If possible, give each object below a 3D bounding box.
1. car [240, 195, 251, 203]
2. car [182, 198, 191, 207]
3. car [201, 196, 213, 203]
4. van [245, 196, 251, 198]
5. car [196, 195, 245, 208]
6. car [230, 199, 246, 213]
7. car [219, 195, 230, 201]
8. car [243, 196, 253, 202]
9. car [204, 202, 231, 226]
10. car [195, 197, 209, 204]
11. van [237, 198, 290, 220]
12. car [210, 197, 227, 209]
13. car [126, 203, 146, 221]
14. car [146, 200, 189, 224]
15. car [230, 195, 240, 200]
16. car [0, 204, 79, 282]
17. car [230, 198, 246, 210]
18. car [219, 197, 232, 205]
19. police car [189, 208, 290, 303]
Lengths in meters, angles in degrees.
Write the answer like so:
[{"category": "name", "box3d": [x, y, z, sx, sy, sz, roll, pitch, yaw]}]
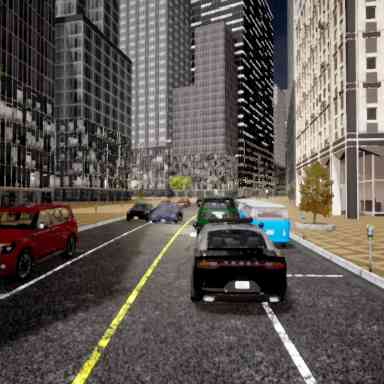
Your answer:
[{"category": "car", "box3d": [11.691, 1.458, 72.220, 1.967, 1.590, 4.097, 1, 0, 14]}, {"category": "car", "box3d": [-1.136, 1.612, 49.735, 1.802, 1.307, 4.206, 1, 0, 9]}, {"category": "car", "box3d": [3.251, 1.578, 71.458, 1.752, 1.417, 4.829, 1, 0, 13]}, {"category": "van", "box3d": [3.491, 1.343, 20.568, 1.690, 1.788, 3.998, 1, 0, 4]}, {"category": "car", "box3d": [1.426, 1.228, 18.264, 2.150, 2.045, 5.566, 0, 0, 4]}, {"category": "car", "box3d": [5.283, 1.528, 38.349, 1.752, 1.417, 4.829, 1, 0, 8]}, {"category": "car", "box3d": [9.102, 1.632, 92.603, 2.008, 1.369, 4.403, 1, 0, 17]}, {"category": "car", "box3d": [13.100, 1.566, 77.684, 1.887, 1.381, 4.507, 1, 0, 15]}, {"category": "car", "box3d": [1.858, 1.531, 24.175, 1.812, 1.442, 4.674, 0, 0, 5]}, {"category": "car", "box3d": [2.054, 1.613, 66.266, 1.947, 1.339, 4.313, 1, 0, 12]}, {"category": "van", "box3d": [3.129, 1.343, 14.715, 1.690, 1.788, 3.998, 1, 0, 3]}, {"category": "car", "box3d": [3.668, 1.489, 45.924, 1.882, 1.535, 5.008, 0, 0, 10]}, {"category": "car", "box3d": [-4.021, 1.583, 27.176, 1.947, 1.339, 4.313, 1, 0, 5]}, {"category": "car", "box3d": [-1.724, 1.559, 25.079, 2.033, 1.411, 5.357, 0, 0, 5]}, {"category": "car", "box3d": [12.179, 1.633, 93.783, 1.994, 1.385, 4.181, 0, 0, 18]}, {"category": "car", "box3d": [-5.100, 1.321, 10.028, 2.192, 1.841, 5.009, 1, 0, 2]}, {"category": "car", "box3d": [6.071, 1.569, 43.970, 1.947, 1.339, 4.313, 1, 0, 9]}, {"category": "car", "box3d": [6.048, 1.620, 59.669, 1.895, 1.301, 4.718, 0, 0, 12]}, {"category": "police car", "box3d": [0.962, 1.427, 8.424, 1.930, 1.638, 5.238, 0, 0, 2]}]
